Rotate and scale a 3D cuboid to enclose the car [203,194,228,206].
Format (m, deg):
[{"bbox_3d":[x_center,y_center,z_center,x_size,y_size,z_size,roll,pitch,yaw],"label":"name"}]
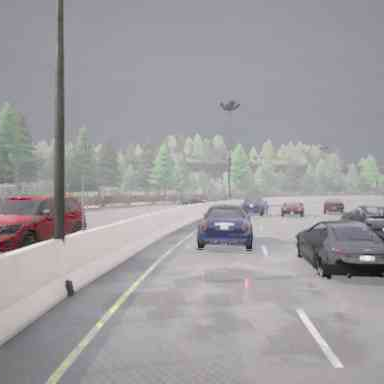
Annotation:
[{"bbox_3d":[3.792,1.163,51.931,2.097,1.767,4.553,0,0,30],"label":"car"}]

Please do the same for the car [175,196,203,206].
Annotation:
[{"bbox_3d":[-0.348,1.346,51.798,2.033,1.411,5.357,0,0,29],"label":"car"}]

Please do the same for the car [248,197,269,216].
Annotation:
[{"bbox_3d":[5.960,1.250,31.329,2.097,1.767,4.553,0,0,19],"label":"car"}]

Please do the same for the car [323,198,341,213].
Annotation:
[{"bbox_3d":[14.594,1.391,34.244,1.882,1.535,5.008,0,0,23],"label":"car"}]

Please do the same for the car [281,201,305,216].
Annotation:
[{"bbox_3d":[9.414,1.512,30.791,1.895,1.301,4.718,0,0,20],"label":"car"}]

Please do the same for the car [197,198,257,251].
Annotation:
[{"bbox_3d":[1.485,1.302,14.174,2.097,1.767,4.553,0,0,8],"label":"car"}]

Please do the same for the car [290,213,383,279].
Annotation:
[{"bbox_3d":[4.393,1.539,9.899,1.994,1.385,4.181,0,0,6],"label":"car"}]

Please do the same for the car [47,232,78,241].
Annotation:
[{"bbox_3d":[-6.069,1.153,12.611,2.150,2.045,5.566,0,0,8],"label":"car"}]

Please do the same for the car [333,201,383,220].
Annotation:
[{"bbox_3d":[9.158,1.453,17.255,2.128,1.511,4.902,0,0,11],"label":"car"}]

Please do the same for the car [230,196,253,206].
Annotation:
[{"bbox_3d":[7.839,1.329,51.928,1.837,1.490,4.892,0,0,31],"label":"car"}]
